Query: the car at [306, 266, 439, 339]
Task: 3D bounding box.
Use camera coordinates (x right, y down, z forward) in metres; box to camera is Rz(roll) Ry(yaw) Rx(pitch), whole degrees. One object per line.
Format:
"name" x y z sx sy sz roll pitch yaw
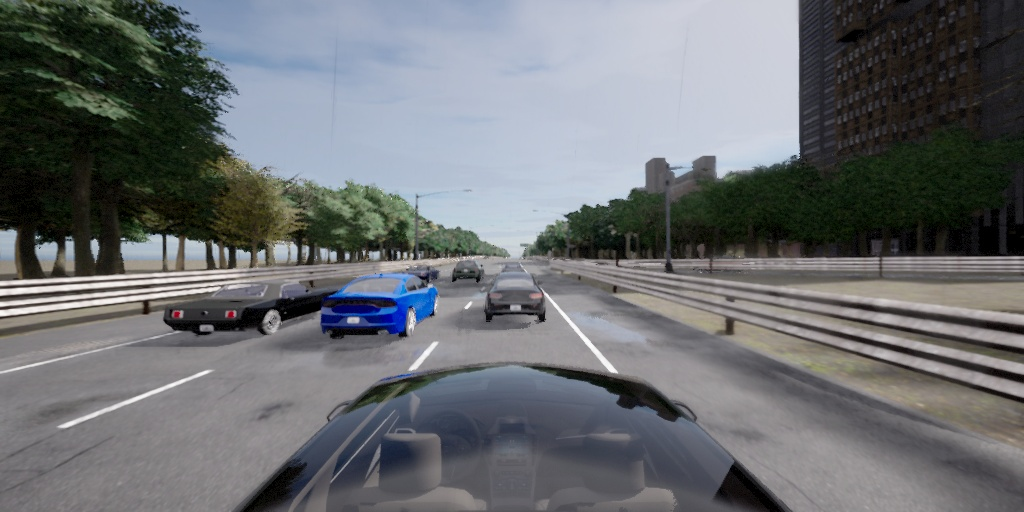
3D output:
"car" -3.398 1.224 10.157 1.882 1.535 5.008 0 0 0

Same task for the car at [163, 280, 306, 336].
"car" -6.900 1.348 10.332 1.895 1.301 4.718 0 0 0

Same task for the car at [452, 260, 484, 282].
"car" -3.394 1.090 28.482 2.097 1.767 4.553 0 0 0

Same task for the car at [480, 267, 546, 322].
"car" 0.103 1.272 12.215 1.812 1.442 4.674 0 0 0

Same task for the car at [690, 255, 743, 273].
"car" 20.341 0.751 35.879 2.097 1.767 4.553 0 -1 -33

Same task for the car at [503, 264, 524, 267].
"car" 0.107 1.301 29.482 1.994 1.385 4.181 0 0 0
